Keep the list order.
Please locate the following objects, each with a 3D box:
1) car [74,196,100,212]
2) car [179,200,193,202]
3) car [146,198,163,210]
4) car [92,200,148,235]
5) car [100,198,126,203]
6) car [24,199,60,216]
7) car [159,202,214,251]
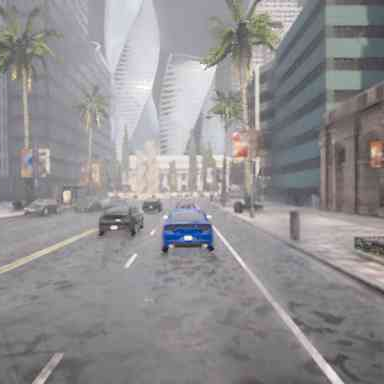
[{"bbox_3d":[-11.379,1.249,36.602,2.097,1.767,4.553,0,0,-1],"label":"car"},{"bbox_3d":[-0.602,1.450,32.928,1.895,1.301,4.718,0,0,-1],"label":"car"},{"bbox_3d":[-4.171,1.335,35.933,1.882,1.535,5.008,0,0,-1],"label":"car"},{"bbox_3d":[-3.781,1.441,18.306,1.837,1.490,4.892,0,0,-1],"label":"car"},{"bbox_3d":[-7.847,1.389,35.007,1.837,1.490,4.892,0,0,-1],"label":"car"},{"bbox_3d":[-14.270,1.418,31.888,2.231,1.521,4.892,0,0,-1],"label":"car"},{"bbox_3d":[-0.182,1.413,13.857,1.882,1.535,5.008,0,0,-1],"label":"car"}]
